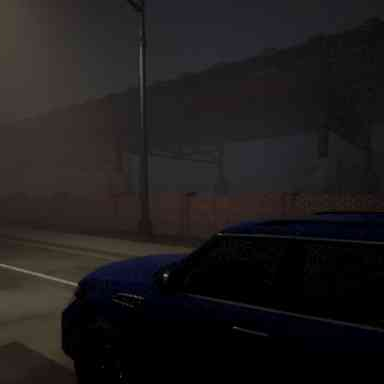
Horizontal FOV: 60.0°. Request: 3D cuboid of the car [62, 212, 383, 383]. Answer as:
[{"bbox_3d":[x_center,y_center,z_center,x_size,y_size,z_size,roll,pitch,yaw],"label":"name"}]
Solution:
[{"bbox_3d":[1.114,1.221,3.198,5.566,2.045,2.150,0,0,35],"label":"car"}]
